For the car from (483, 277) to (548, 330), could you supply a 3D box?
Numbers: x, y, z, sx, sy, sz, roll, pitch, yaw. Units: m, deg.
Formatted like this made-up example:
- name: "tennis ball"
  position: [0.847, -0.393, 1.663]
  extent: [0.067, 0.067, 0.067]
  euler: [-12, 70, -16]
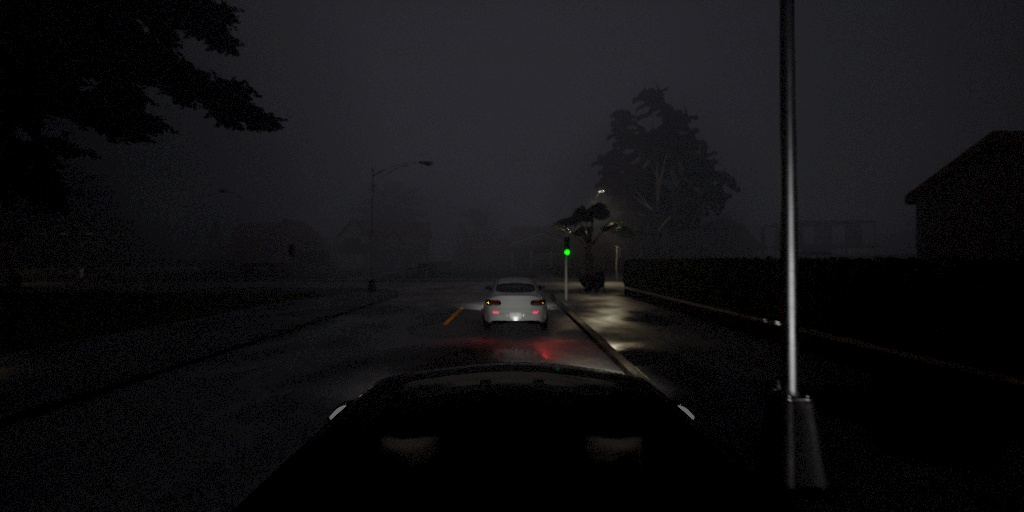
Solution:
- name: "car"
  position: [0.097, 1.385, 11.525]
  extent: [1.812, 1.442, 4.674]
  euler: [0, -1, 0]
